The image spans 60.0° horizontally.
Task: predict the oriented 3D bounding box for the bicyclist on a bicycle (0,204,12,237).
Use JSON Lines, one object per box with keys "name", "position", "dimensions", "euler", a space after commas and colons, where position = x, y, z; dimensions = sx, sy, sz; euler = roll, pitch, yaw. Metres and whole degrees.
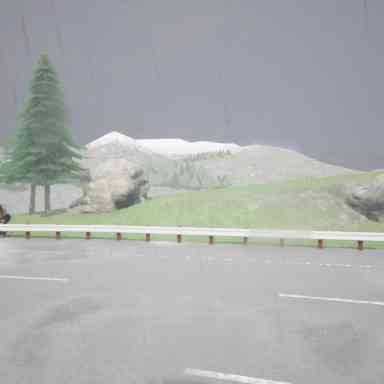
{"name": "bicyclist on a bicycle", "position": [-9.202, 1.436, 16.105], "dimensions": [0.582, 1.620, 1.656], "euler": [1, -6, 5]}
